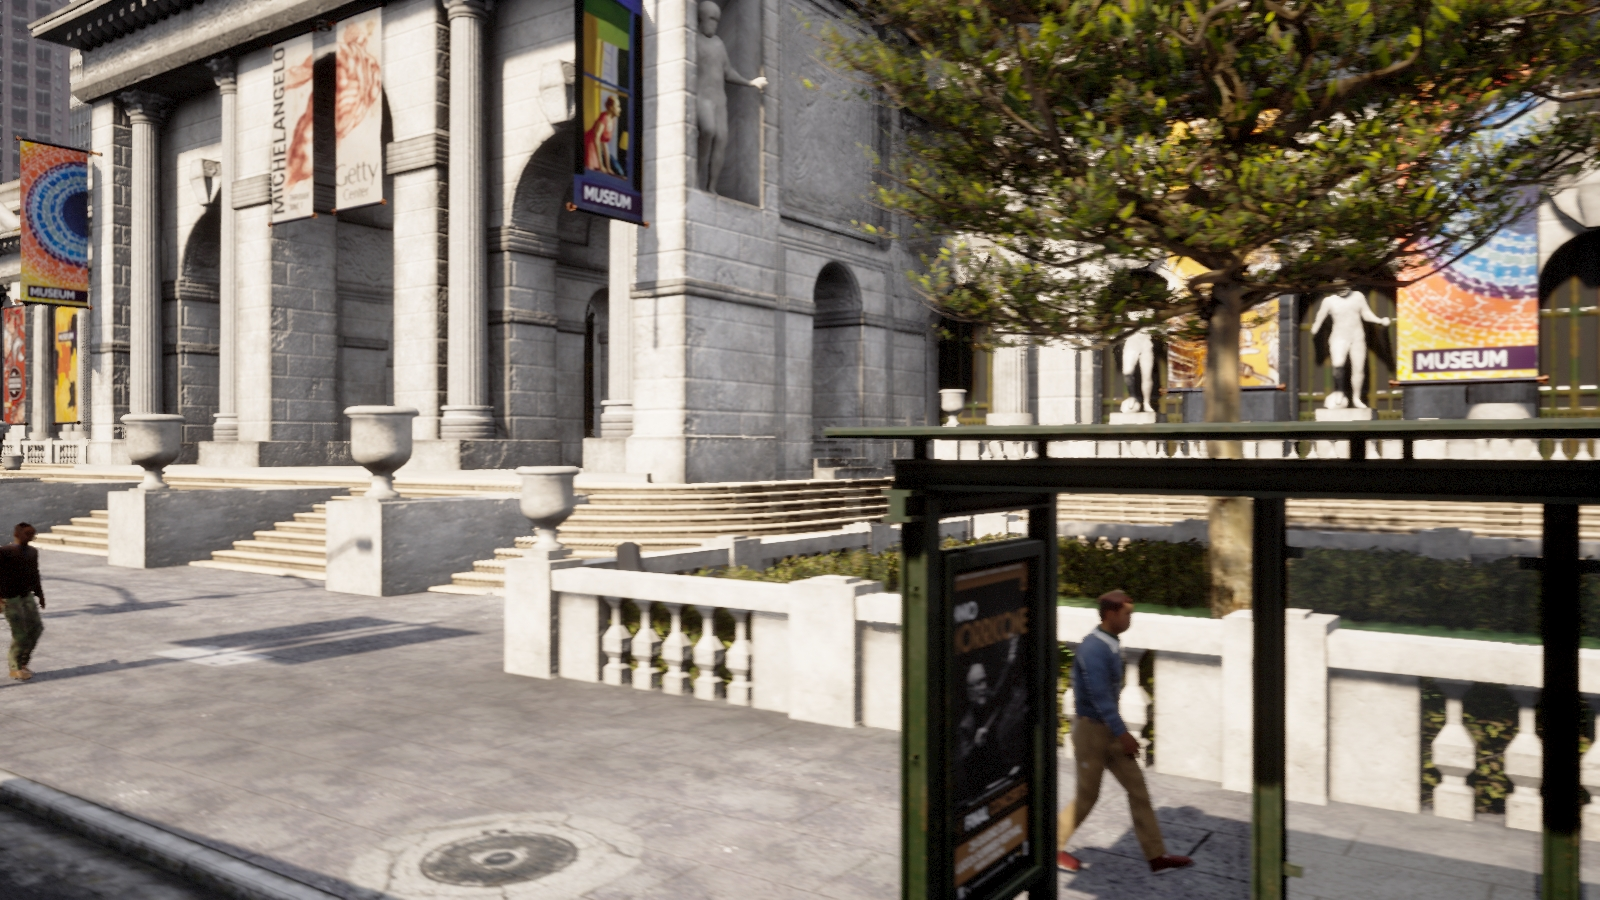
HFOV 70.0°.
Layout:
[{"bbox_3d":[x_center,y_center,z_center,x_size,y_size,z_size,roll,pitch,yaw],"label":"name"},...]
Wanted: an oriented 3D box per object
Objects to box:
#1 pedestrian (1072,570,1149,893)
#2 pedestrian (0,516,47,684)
[{"bbox_3d":[1.914,1.696,7.034,0.375,1.860,0.375,0,0,31],"label":"pedestrian"},{"bbox_3d":[-8.923,1.696,13.060,0.375,1.860,0.375,0,0,12],"label":"pedestrian"}]
